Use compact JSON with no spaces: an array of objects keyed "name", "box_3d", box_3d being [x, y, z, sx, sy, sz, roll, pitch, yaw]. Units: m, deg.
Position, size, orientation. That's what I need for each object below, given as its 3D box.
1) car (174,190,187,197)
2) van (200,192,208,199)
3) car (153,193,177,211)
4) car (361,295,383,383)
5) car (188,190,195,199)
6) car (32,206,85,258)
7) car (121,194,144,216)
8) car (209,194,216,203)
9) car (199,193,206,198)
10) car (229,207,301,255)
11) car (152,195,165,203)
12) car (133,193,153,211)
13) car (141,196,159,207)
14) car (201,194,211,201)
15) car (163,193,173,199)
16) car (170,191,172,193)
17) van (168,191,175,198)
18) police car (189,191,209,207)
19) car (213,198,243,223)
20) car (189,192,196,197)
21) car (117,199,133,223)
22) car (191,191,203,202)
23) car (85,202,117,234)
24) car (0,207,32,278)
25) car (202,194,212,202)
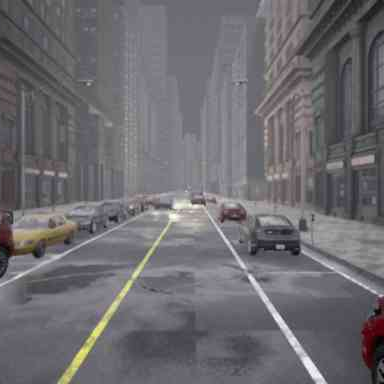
[{"name":"car","box_3d":[-2.953,0.533,79.509,2.097,1.767,4.553,0,0,0]},{"name":"van","box_3d":[2.813,0.809,79.826,1.690,1.788,3.998,0,0,0]},{"name":"car","box_3d":[-3.072,1.227,37.144,1.882,1.535,5.008,0,0,0]},{"name":"car","box_3d":[2.768,1.305,1.397,2.192,1.841,5.009,0,0,0]},{"name":"car","box_3d":[0.853,0.851,55.519,2.150,2.045,5.566,0,0,-1]},{"name":"car","box_3d":[-5.752,1.441,12.434,1.752,1.417,4.829,0,0,0]},{"name":"car","box_3d":[-5.742,1.241,29.408,1.967,1.590,4.097,0,0,0]},{"name":"car","box_3d":[2.797,1.092,51.816,1.967,1.590,4.097,0,0,0]},{"name":"car","box_3d":[2.819,0.940,91.032,1.887,1.381,4.507,0,0,0]},{"name":"car","box_3d":[2.773,1.465,12.603,2.008,1.369,4.403,0,0,0]},{"name":"car","box_3d":[-5.726,1.197,57.417,1.802,1.307,4.206,0,0,0]},{"name":"car","box_3d":[-5.738,1.079,35.008,2.192,1.841,5.009,0,0,0]},{"name":"car","box_3d":[-5.732,1.234,46.213,1.887,1.381,4.507,0,0,0]},{"name":"car","box_3d":[2.806,1.086,68.624,1.887,1.381,4.507,0,0,0]},{"name":"car","box_3d":[-5.713,1.013,79.824,1.887,1.381,4.507,0,0,0]},{"name":"car","box_3d":[-5.719,0.982,68.619,1.967,1.590,4.097,0,0,0]},{"name":"van","box_3d":[-5.706,0.736,91.026,1.690,1.788,3.998,0,0,0]},{"name":"police car","box_3d":[0.927,1.118,45.608,1.930,1.638,5.238,0,0,0]},{"name":"car","box_3d":[2.780,1.384,23.807,1.887,1.381,4.507,0,0,0]},{"name":"car","box_3d":[0.056,0.820,95.291,1.994,1.385,4.181,0,0,0]},{"name":"car","box_3d":[-5.745,1.405,23.807,1.947,1.339,4.313,0,0,0]},{"name":"car","box_3d":[0.936,0.813,61.527,2.150,2.045,5.566,0,0,0]},{"name":"car","box_3d":[-5.749,1.427,18.205,2.008,1.369,4.403,0,0,0]},{"name":"car","box_3d":[-5.754,1.267,7.000,2.192,1.841,5.009,0,0,0]},{"name":"car","box_3d":[2.803,1.103,63.191,1.752,1.417,4.829,0,0,0]}]
